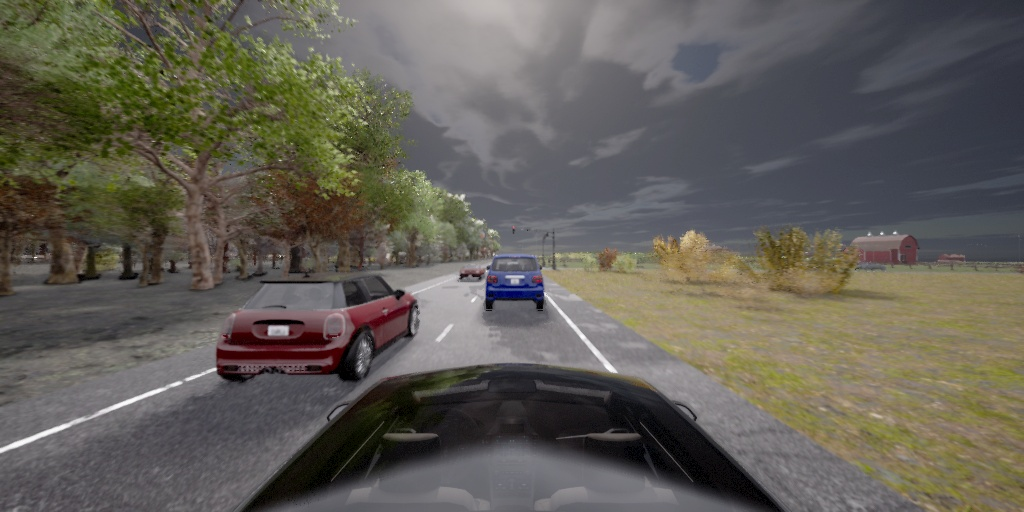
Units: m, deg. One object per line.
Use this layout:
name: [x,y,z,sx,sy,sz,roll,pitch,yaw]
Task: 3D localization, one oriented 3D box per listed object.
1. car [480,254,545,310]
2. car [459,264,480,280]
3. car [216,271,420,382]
car: [0.099,0.972,14.741,2.150,2.045,5.566,0,0,0]
car: [-3.398,1.354,31.449,1.895,1.301,4.718,0,0,0]
car: [-3.400,1.105,7.344,2.097,1.767,4.553,0,0,0]
